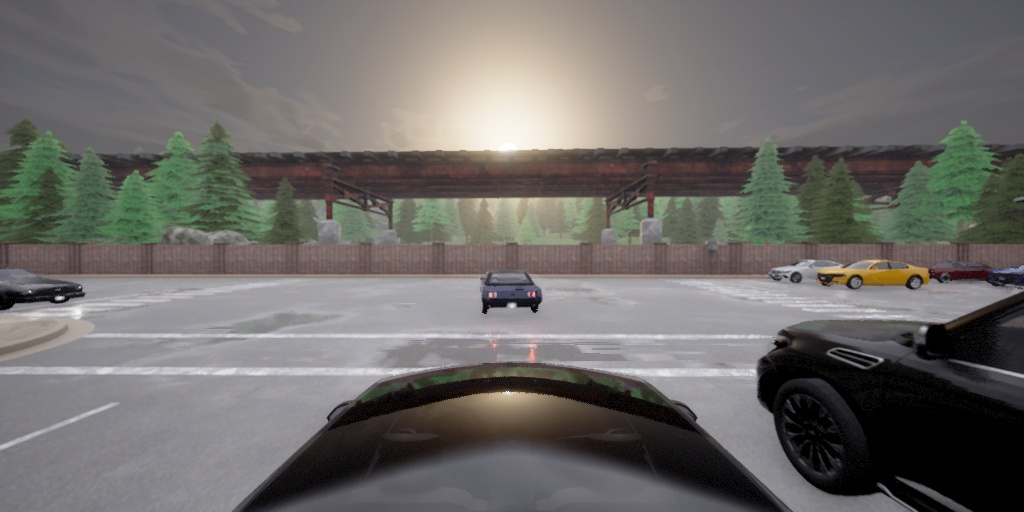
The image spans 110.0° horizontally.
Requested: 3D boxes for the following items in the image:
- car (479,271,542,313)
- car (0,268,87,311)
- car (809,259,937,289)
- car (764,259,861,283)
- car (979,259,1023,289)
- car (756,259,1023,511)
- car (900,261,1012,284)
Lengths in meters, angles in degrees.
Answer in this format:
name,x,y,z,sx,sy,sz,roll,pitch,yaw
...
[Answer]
name,x,y,z,sx,sy,sz,roll,pitch,yaw
car,-0.231,1.173,13.104,1.895,1.301,4.718,0,1,-6
car,-18.876,1.126,12.859,5.357,1.411,2.033,0,1,0
car,19.442,0.947,19.477,5.008,1.535,1.882,0,1,1
car,19.099,0.941,22.964,4.674,1.442,1.812,0,1,1
car,29.005,0.948,19.350,5.008,1.535,1.882,0,1,1
car,3.601,0.977,1.327,2.150,2.045,5.566,0,1,0
car,28.157,1.016,22.863,4.718,1.301,1.895,0,1,1
